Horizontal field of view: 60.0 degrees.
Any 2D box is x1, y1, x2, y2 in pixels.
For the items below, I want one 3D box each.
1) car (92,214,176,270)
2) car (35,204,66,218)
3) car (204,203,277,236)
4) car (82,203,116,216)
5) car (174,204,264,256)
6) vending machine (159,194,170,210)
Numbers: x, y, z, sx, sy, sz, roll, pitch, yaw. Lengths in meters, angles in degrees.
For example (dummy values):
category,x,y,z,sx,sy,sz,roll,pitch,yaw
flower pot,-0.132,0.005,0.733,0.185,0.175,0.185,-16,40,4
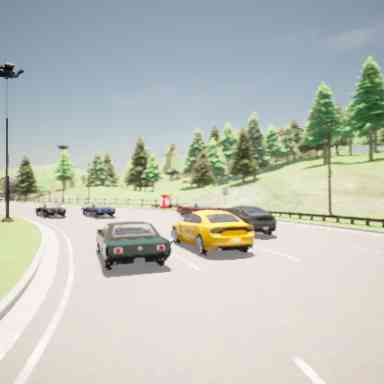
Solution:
category,x,y,z,sx,sy,sz,roll,pitch,yaw
car,-2.212,1.640,11.399,1.895,1.301,4.718,-1,0,-20
car,-13.952,1.801,32.661,1.895,1.301,4.718,-1,0,-37
car,2.586,1.495,17.934,1.837,1.490,4.892,0,0,-22
car,-9.025,1.743,31.827,1.895,1.301,4.718,-1,0,-35
car,0.647,1.486,13.487,1.882,1.535,5.008,0,0,-20
vending machine,-3.542,1.286,43.070,1.100,2.100,0.880,-1,0,-38
